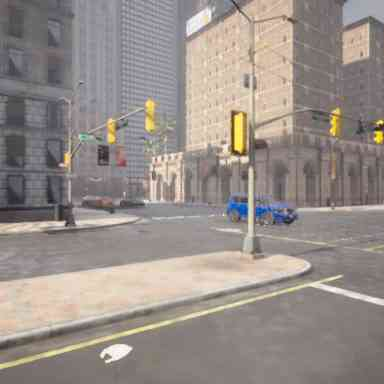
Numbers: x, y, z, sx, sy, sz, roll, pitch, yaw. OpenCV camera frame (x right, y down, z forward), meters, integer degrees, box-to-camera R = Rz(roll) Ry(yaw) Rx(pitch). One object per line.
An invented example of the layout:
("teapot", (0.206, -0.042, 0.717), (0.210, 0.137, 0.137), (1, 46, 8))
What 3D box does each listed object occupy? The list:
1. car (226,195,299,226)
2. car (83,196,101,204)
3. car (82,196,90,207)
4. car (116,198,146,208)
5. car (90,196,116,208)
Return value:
("car", (4.827, 1.217, 23.727), (2.150, 2.045, 5.566), (0, 0, -36))
("car", (-18.857, 1.475, 62.628), (1.882, 1.535, 5.008), (0, 0, -35))
("car", (-15.970, 1.524, 52.565), (1.812, 1.442, 4.674), (0, 0, -35))
("car", (-8.669, 1.545, 48.153), (2.033, 1.411, 5.357), (0, 0, -35))
("car", (-12.477, 1.350, 47.469), (2.097, 1.767, 4.553), (0, 0, -35))
